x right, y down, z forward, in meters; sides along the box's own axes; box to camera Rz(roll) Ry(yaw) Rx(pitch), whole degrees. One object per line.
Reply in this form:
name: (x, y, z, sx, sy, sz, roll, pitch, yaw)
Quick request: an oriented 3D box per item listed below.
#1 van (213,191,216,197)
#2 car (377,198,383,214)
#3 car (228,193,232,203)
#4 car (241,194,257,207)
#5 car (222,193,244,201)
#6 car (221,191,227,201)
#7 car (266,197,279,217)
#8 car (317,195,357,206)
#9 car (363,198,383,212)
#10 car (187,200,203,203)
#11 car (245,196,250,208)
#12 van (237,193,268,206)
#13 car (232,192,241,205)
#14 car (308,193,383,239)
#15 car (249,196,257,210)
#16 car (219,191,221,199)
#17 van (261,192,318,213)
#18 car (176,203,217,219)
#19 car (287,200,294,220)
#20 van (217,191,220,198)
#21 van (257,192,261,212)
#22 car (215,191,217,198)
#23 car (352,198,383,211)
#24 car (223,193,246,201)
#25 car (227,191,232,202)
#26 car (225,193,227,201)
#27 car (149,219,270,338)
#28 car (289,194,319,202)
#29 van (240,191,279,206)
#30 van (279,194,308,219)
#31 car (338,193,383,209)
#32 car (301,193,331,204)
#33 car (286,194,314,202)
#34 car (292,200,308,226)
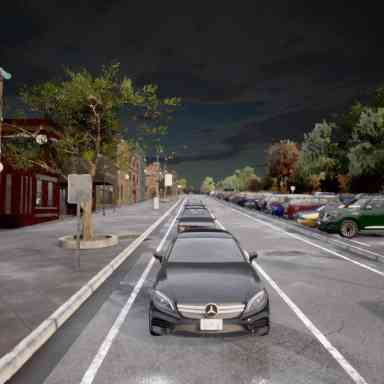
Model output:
van: (8.709, 0.764, 89.900, 4.442, 1.987, 1.878, 0, 1, 0)
car: (22.444, 1.444, 34.622, 5.366, 1.575, 1.946, 0, 0, 0)
car: (9.034, 1.290, 56.266, 4.892, 1.521, 2.231, 0, 1, 0)
car: (9.137, 1.409, 42.247, 4.892, 1.521, 2.231, 0, 0, 0)
car: (8.902, 1.014, 73.083, 4.553, 1.767, 2.185, 0, 1, 0)
car: (8.959, 0.963, 64.673, 5.566, 2.045, 2.435, 0, 1, 0)
car: (9.215, 1.460, 28.224, 5.008, 1.535, 2.097, 0, 0, 0)
car: (22.339, 1.332, 51.280, 5.366, 1.575, 1.946, 0, 1, 0)
car: (22.212, 1.468, 37.393, 4.792, 1.488, 2.163, 0, 0, 0)
car: (0.241, 1.442, 29.838, 2.128, 1.511, 4.902, 0, 0, 0)
car: (9.146, 1.465, 39.444, 4.674, 1.452, 2.002, 0, 0, 0)
van: (9.193, 1.113, 50.658, 4.442, 1.987, 1.878, 0, 1, 0)
car: (9.067, 1.113, 47.853, 5.566, 2.045, 2.435, 0, 1, 0)
car: (9.264, 1.221, 17.011, 5.566, 2.045, 2.435, 0, 0, 0)
car: (9.196, 1.470, 36.636, 4.792, 1.488, 2.163, 0, 0, 0)
car: (8.941, 0.938, 67.476, 5.566, 2.045, 2.435, 0, 1, 0)
van: (9.086, 1.230, 31.030, 4.442, 1.987, 1.878, 0, 0, 0)
car: (0.205, 1.532, 17.391, 2.033, 1.411, 5.357, 0, 0, 0)
car: (9.259, 1.506, 22.618, 4.674, 1.452, 2.002, 0, 0, 0)
van: (8.781, 0.864, 78.688, 4.442, 1.987, 1.878, 0, 1, 0)
van: (9.301, 1.222, 33.833, 4.442, 1.987, 1.878, 0, 0, 0)
car: (8.874, 1.065, 81.493, 5.008, 1.535, 2.097, 0, 1, 0)
car: (22.252, 1.452, 40.176, 4.792, 1.488, 2.163, 0, 0, 0)
car: (8.920, 1.039, 70.280, 4.553, 1.767, 2.185, 0, 1, 0)
car: (9.054, 1.139, 59.068, 4.553, 1.767, 2.185, 0, 1, 0)
car: (9.002, 1.279, 61.872, 4.674, 1.452, 2.002, 0, 1, 0)
car: (0.258, 1.524, 6.812, 1.812, 1.442, 4.674, 0, 0, 0)
car: (21.879, 1.209, 65.155, 5.366, 1.575, 1.946, 0, 0, 0)
van: (9.229, 1.163, 45.054, 4.442, 1.987, 1.878, 0, 0, 0)
van: (9.355, 1.237, 25.421, 4.442, 1.987, 1.878, 0, 0, 0)
car: (22.178, 1.153, 42.949, 5.566, 2.045, 2.435, 0, 0, 0)
car: (22.130, 1.135, 59.606, 4.553, 1.767, 2.185, 0, 1, 0)
car: (22.052, 1.188, 67.933, 4.892, 1.521, 2.231, 0, 1, 0)
car: (9.089, 1.466, 19.814, 5.366, 1.575, 1.946, 0, 0, 0)
